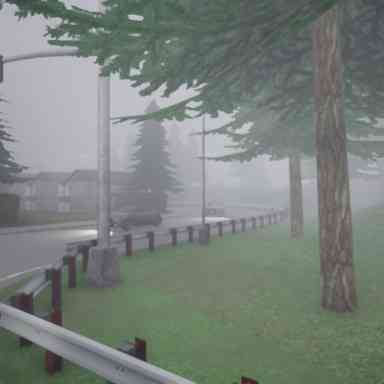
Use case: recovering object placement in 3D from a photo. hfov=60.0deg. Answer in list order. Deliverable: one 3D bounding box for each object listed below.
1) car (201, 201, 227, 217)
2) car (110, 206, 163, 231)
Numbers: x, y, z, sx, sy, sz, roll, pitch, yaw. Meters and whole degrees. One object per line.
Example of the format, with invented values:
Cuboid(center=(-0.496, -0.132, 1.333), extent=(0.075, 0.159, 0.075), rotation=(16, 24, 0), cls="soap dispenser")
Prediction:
Cuboid(center=(2.102, 1.536, 30.680), extent=(1.994, 1.385, 4.181), rotation=(0, 0, 12), cls="car")
Cuboid(center=(-3.722, 1.537, 20.602), extent=(1.994, 1.385, 4.181), rotation=(0, 0, 35), cls="car")
